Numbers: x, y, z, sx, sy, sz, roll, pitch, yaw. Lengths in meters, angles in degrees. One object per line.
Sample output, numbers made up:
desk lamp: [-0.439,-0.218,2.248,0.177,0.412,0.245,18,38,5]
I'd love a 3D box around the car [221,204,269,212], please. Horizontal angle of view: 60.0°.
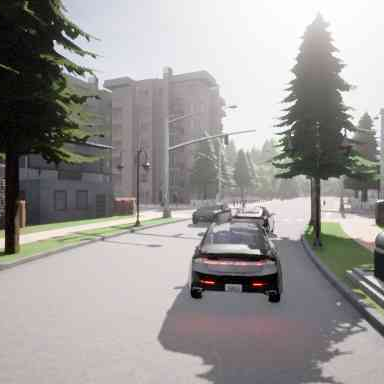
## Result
car: [3.227,1.491,17.422,2.128,1.511,4.902,0,0,18]

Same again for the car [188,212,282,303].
car: [1.103,1.492,8.314,2.128,1.511,4.902,0,0,9]

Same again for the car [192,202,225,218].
car: [1.537,1.520,23.915,1.837,1.490,4.892,0,0,22]
